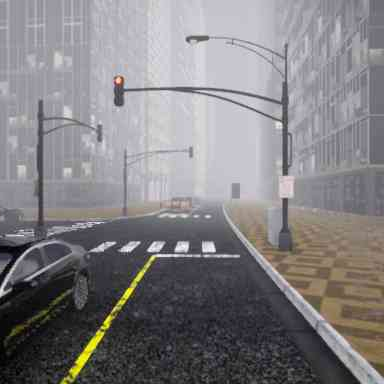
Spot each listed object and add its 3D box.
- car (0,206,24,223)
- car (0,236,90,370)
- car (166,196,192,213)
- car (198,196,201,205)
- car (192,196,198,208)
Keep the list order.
[{"bbox_3d":[-16.475,1.840,28.049,4.403,1.369,2.008,-1,1,10],"label":"car"},{"bbox_3d":[-3.002,1.490,4.886,2.128,1.511,4.902,0,0,1],"label":"car"},{"bbox_3d":[-1.550,1.308,36.949,2.097,1.767,4.553,0,0,5],"label":"car"},{"bbox_3d":[0.520,1.401,57.825,2.128,1.511,4.902,0,0,7],"label":"car"},{"bbox_3d":[-0.638,1.440,47.305,1.837,1.490,4.892,0,0,6],"label":"car"}]
